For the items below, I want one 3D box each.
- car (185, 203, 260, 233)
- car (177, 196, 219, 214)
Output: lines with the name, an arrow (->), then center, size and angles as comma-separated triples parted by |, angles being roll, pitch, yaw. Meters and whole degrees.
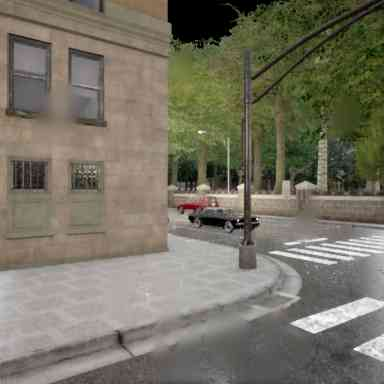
car -> 1.816, 1.586, 19.855 | 1.895, 1.301, 4.718 | 0, 0, -35
car -> 0.571, 1.285, 31.798 | 2.192, 1.841, 5.009 | 0, 0, -35
